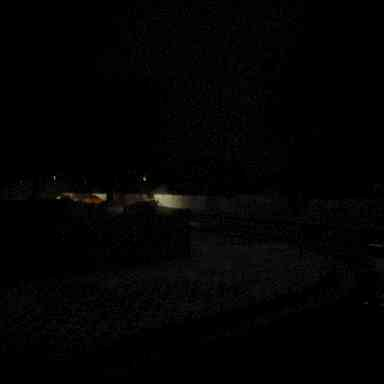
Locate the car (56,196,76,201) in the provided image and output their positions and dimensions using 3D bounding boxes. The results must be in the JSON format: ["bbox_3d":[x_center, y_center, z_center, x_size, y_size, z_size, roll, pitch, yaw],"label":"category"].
[{"bbox_3d":[-17.235,1.222,45.041,2.033,1.411,5.357,-1,1,-35],"label":"car"}]

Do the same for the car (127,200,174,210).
[{"bbox_3d":[-3.231,1.335,25.324,2.033,1.411,5.357,-1,1,-36],"label":"car"}]

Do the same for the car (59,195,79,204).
[{"bbox_3d":[-19.734,1.216,53.303,1.895,1.301,4.718,-1,1,-36],"label":"car"}]

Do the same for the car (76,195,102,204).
[{"bbox_3d":[-13.728,1.136,44.989,1.882,1.535,5.008,-1,1,-35],"label":"car"}]
